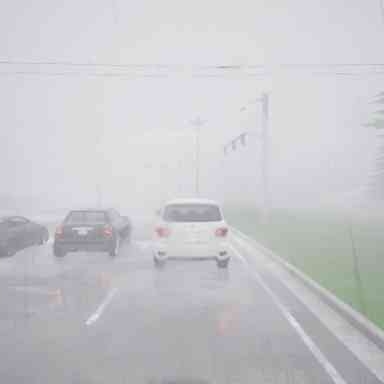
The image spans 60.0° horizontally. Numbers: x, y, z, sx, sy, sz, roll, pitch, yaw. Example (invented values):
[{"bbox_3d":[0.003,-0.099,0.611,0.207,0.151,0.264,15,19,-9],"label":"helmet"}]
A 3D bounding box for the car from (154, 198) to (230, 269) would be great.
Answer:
[{"bbox_3d":[-0.070,1.220,11.312,2.150,2.045,5.566,0,0,-2],"label":"car"}]

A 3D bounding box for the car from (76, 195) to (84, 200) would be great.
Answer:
[{"bbox_3d":[-31.288,1.521,89.058,5.357,1.411,2.033,0,0,32],"label":"car"}]

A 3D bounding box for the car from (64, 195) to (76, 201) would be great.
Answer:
[{"bbox_3d":[-32.913,1.482,85.934,4.892,1.490,1.837,0,0,32],"label":"car"}]

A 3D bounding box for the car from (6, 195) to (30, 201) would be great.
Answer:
[{"bbox_3d":[-40.576,1.523,78.380,5.357,1.411,2.033,0,0,28],"label":"car"}]

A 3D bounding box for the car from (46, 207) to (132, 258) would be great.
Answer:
[{"bbox_3d":[-3.652,1.349,13.001,2.097,1.767,4.553,0,0,-2],"label":"car"}]

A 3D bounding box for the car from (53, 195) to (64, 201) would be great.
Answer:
[{"bbox_3d":[-34.724,1.535,82.944,4.181,1.385,1.994,0,0,32],"label":"car"}]

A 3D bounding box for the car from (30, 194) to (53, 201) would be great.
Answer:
[{"bbox_3d":[-36.046,1.483,79.624,4.892,1.490,1.837,0,0,35],"label":"car"}]

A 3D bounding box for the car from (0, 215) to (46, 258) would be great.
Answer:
[{"bbox_3d":[-7.140,1.562,12.711,1.994,1.385,4.181,0,0,-2],"label":"car"}]
